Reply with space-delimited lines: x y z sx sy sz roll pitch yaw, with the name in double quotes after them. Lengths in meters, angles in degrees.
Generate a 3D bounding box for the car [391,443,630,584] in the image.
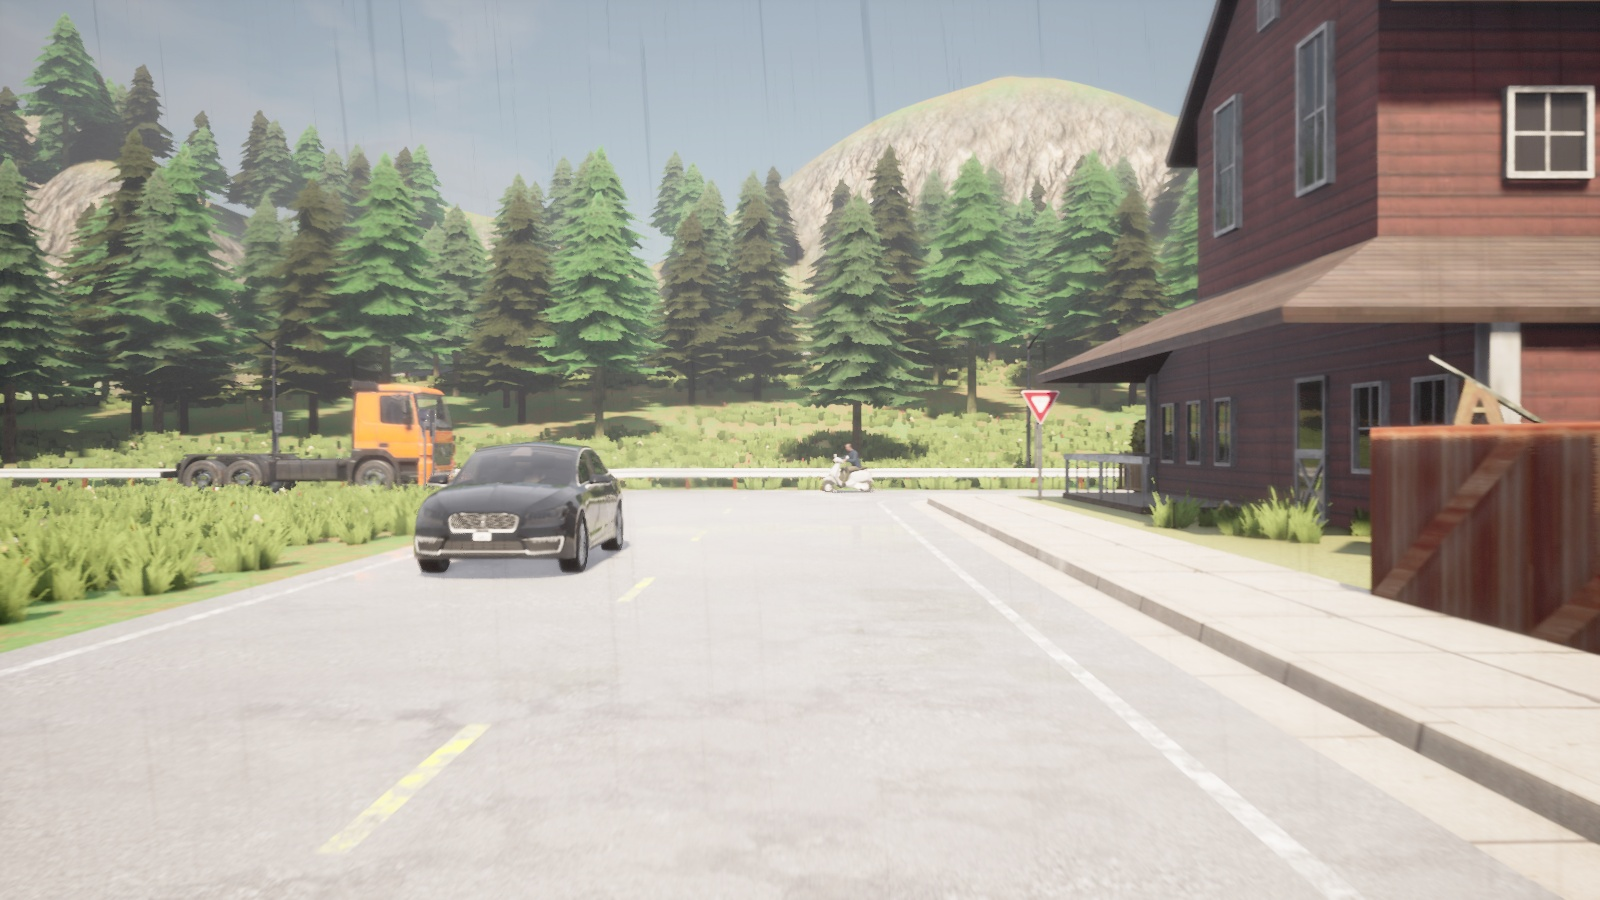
-3.396 0.660 15.730 1.837 1.490 4.892 0 0 0 "car"

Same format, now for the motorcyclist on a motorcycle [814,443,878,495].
1.455 0.590 39.995 1.817 1.590 0.866 0 2 -22 "motorcyclist on a motorcycle"

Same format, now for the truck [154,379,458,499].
-14.608 -0.319 37.581 7.936 3.462 2.891 0 0 0 "truck"
